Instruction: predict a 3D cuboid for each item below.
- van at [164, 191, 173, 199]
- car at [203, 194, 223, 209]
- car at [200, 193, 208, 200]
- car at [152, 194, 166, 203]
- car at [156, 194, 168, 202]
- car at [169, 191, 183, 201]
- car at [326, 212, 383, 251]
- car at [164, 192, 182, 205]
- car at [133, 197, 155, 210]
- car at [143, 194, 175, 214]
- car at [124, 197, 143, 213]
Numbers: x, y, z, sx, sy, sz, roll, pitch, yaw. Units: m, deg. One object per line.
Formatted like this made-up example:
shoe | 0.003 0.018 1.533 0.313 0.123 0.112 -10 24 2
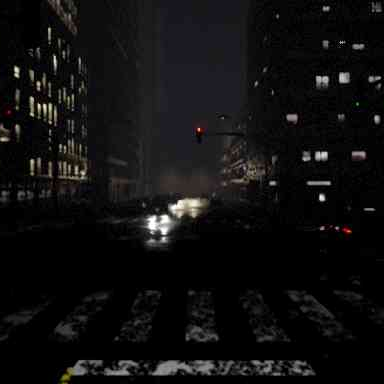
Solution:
van | -5.573 0.759 78.845 1.690 1.788 3.998 -1 0 0
car | 2.744 1.258 39.251 2.008 1.369 4.403 -1 0 0
car | 2.799 0.899 73.177 1.967 1.590 4.097 -1 0 0
car | -5.608 1.128 56.228 1.887 1.381 4.507 -1 0 0
car | -5.598 1.124 61.883 1.802 1.307 4.206 -1 0 0
car | -2.889 0.918 65.736 2.097 1.767 4.553 0 0 0
car | 8.363 1.544 13.471 5.357 1.411 2.033 1 1 -2
car | -3.005 1.132 48.311 2.128 1.511 4.902 0 1 0
car | -5.636 1.274 39.265 1.947 1.339 4.313 -1 0 0
car | -3.046 1.253 31.618 2.128 1.511 4.902 0 1 0
car | -5.646 1.276 33.441 1.752 1.417 4.829 -1 0 0
